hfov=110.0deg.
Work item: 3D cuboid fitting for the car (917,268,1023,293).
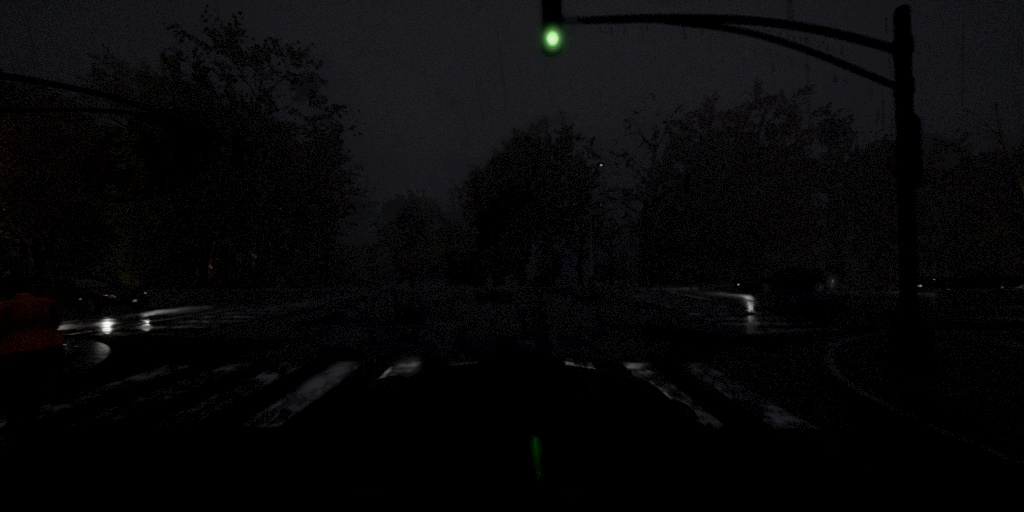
[{"bbox_3d":[25.073,1.333,20.101,4.718,1.301,1.895,-1,-1,1],"label":"car"}]

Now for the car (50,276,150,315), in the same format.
[{"bbox_3d":[-17.531,1.545,14.461,4.674,1.442,1.812,-1,-1,0],"label":"car"}]

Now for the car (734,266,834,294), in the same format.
[{"bbox_3d":[15.287,1.338,20.344,4.892,1.490,1.837,-1,-1,1],"label":"car"}]

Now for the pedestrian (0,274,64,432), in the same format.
[{"bbox_3d":[-5.562,1.068,4.070,0.375,1.860,0.375,1,-1,0],"label":"pedestrian"}]

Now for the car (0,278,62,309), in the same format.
[{"bbox_3d":[-17.474,1.507,11.203,4.181,1.385,1.994,-1,-1,1],"label":"car"}]
